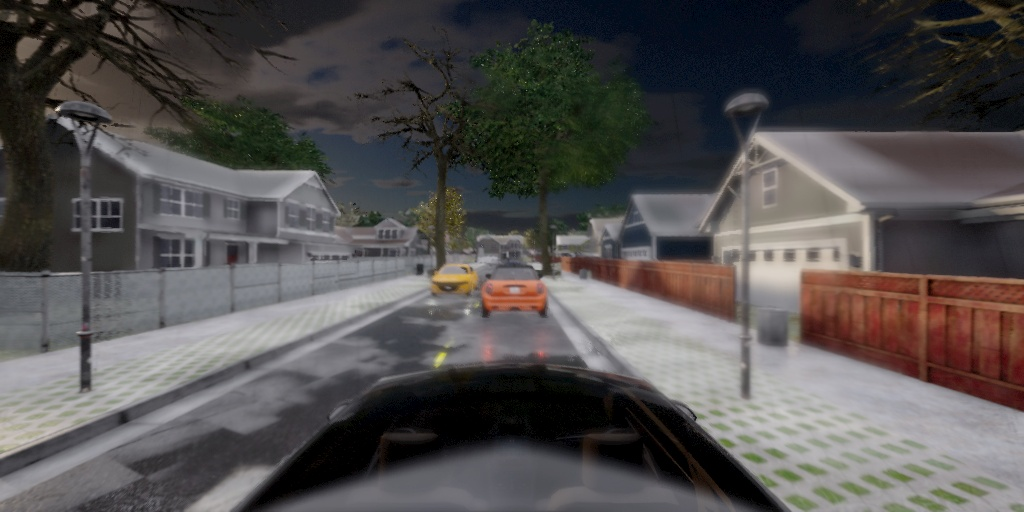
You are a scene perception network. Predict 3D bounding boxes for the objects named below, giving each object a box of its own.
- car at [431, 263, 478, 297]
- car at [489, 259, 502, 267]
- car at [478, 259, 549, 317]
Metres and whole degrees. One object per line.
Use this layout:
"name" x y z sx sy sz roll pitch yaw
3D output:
"car" -2.847 1.167 18.689 1.882 1.535 5.008 0 0 0
"car" -2.770 1.123 61.095 1.895 1.301 4.718 0 0 1
"car" 0.100 1.061 13.035 2.097 1.767 4.553 0 0 0
